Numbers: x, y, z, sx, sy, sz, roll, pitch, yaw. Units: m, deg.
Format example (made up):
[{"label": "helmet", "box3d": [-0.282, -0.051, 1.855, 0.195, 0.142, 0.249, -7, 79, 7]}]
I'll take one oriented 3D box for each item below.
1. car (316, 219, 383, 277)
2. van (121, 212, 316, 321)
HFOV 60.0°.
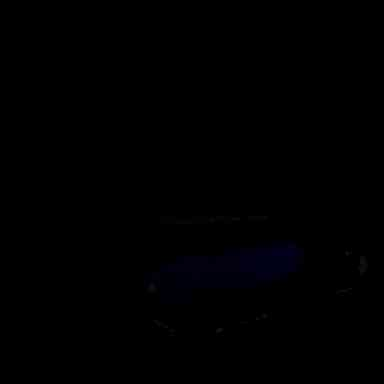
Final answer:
[{"label": "car", "box3d": [5.182, 1.544, 10.253, 4.507, 1.381, 1.887, 0, 0, -35]}, {"label": "van", "box3d": [0.595, 1.341, 6.984, 3.998, 1.788, 1.690, 0, 0, -35]}]
